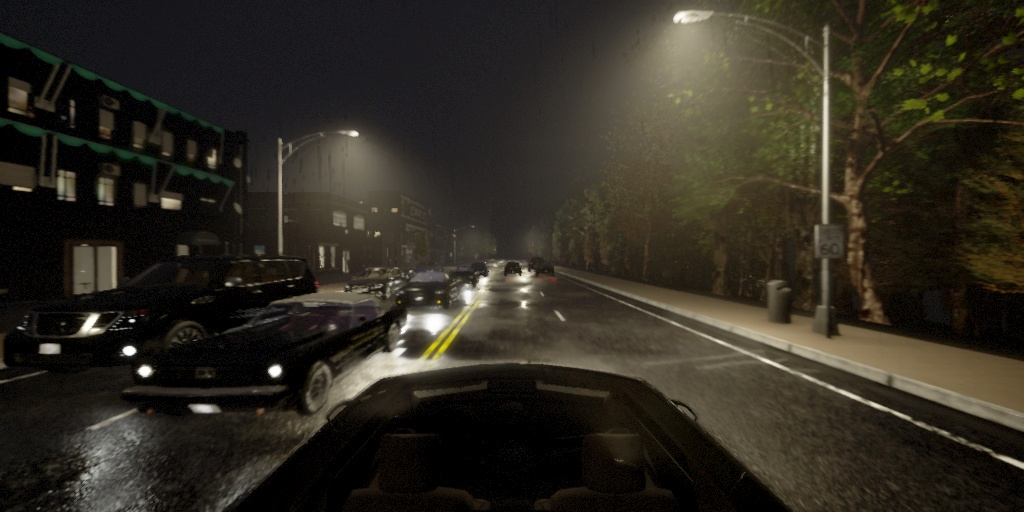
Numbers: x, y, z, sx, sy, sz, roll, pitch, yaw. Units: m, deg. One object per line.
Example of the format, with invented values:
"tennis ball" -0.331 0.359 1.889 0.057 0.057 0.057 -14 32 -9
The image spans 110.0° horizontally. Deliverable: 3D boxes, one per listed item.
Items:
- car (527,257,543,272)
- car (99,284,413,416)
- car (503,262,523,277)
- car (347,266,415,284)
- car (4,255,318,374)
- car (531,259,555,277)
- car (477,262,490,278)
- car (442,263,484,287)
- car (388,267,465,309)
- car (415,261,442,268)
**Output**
"car" 3.251 1.103 48.373 2.150 2.045 5.566 0 0 0
"car" -3.352 1.363 6.115 1.895 1.301 4.718 0 0 0
"car" 0.097 1.357 37.942 1.837 1.490 4.892 0 0 0
"car" -6.600 1.301 17.985 1.837 1.490 4.892 0 0 0
"car" -6.577 0.989 7.925 2.150 2.045 5.566 0 0 2
"car" 3.348 1.329 37.792 1.882 1.535 5.008 0 0 0
"car" -3.313 1.372 35.314 1.812 1.442 4.674 0 1 0
"car" -3.342 1.380 24.955 1.994 1.385 4.181 0 0 0
"car" -3.348 1.351 14.935 1.994 1.385 4.181 0 0 0
"car" -6.588 1.177 28.162 2.097 1.767 4.553 0 0 0
